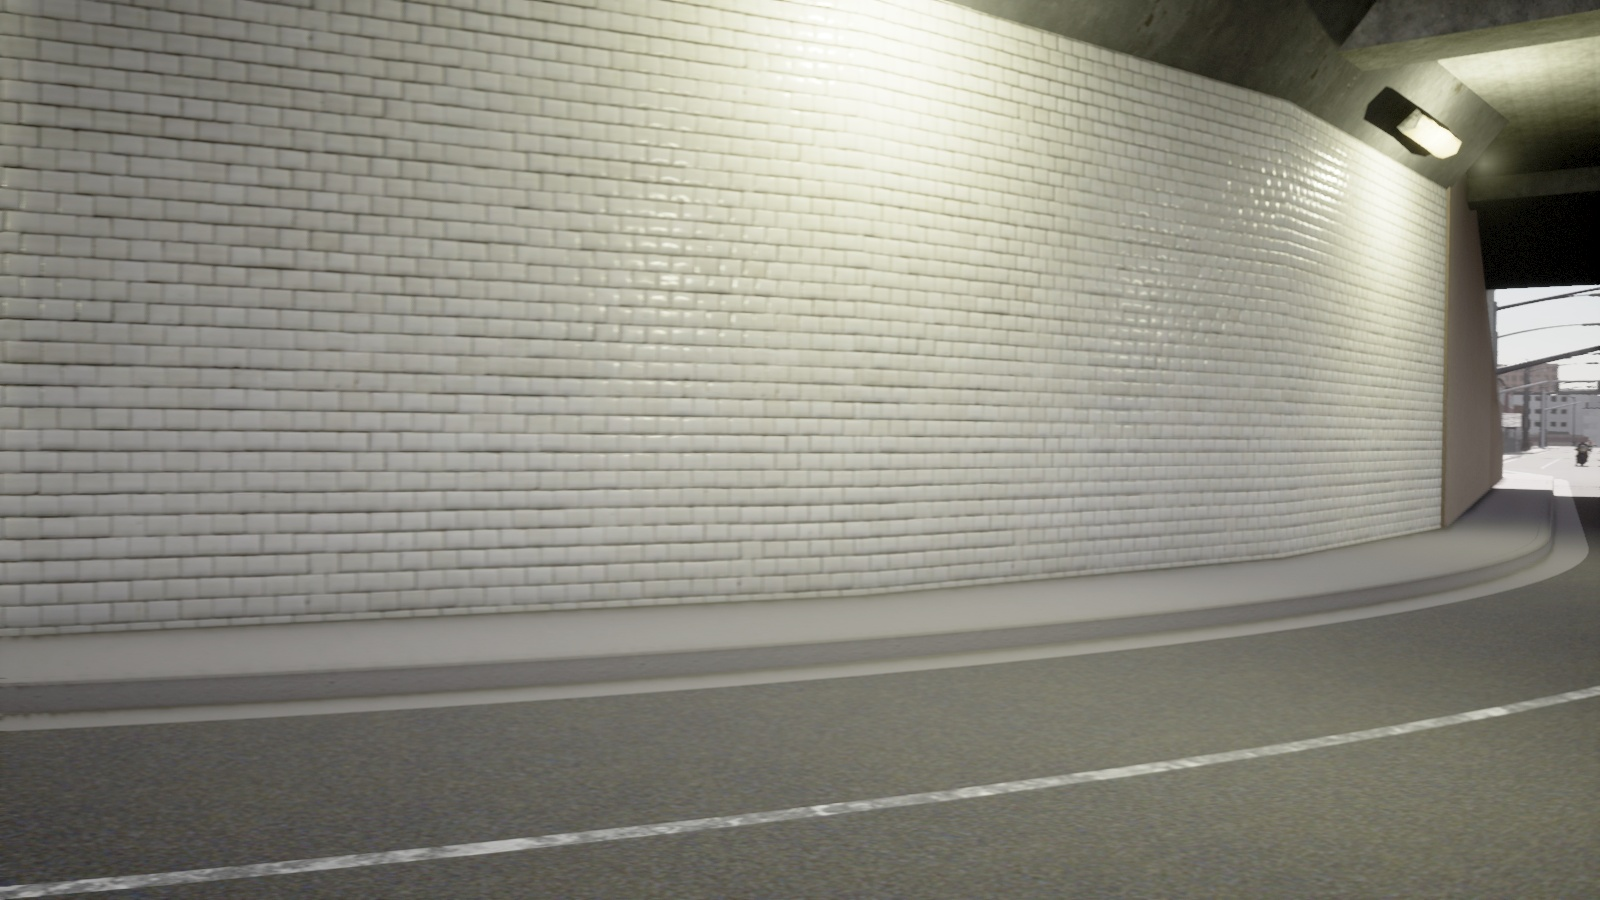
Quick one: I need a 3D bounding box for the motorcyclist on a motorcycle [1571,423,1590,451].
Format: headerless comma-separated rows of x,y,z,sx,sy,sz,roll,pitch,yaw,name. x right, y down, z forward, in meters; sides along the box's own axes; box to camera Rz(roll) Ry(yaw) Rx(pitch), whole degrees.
44.610,-0.748,71.772,0.866,1.530,2.191,0,1,31,motorcyclist on a motorcycle
